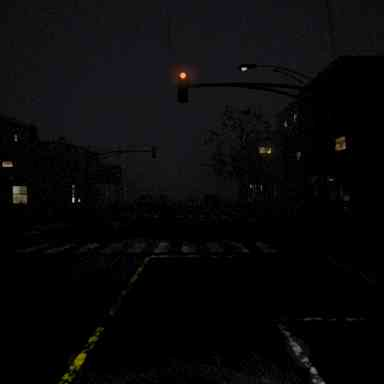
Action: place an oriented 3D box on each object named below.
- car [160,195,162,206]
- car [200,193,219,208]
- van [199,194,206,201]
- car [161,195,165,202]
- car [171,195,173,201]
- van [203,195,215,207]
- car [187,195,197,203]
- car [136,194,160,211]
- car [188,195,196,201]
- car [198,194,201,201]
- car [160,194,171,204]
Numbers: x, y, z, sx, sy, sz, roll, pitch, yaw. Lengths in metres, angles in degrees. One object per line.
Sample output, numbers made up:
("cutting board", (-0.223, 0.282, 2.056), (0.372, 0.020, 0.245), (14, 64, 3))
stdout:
("car", (-5.700, 1.531, 46.984), (1.887, 1.381, 4.507), (-1, 0, 0))
("car", (2.679, 1.301, 46.985), (2.192, 1.841, 5.009), (-1, 0, 0))
("van", (2.674, 1.314, 85.793), (1.690, 1.788, 3.998), (-1, 0, 0))
("car", (-5.700, 1.567, 52.528), (1.802, 1.307, 4.206), (-1, 0, 0))
("car", (-5.704, 1.294, 69.160), (2.192, 1.841, 5.009), (-1, 0, 0))
("van", (2.679, 1.326, 52.529), (1.690, 1.788, 3.998), (-1, 0, 0))
("car", (-0.010, 1.457, 67.394), (1.882, 1.535, 5.008), (0, 0, 0))
("car", (-5.700, 1.303, 41.440), (2.192, 1.841, 5.009), (-1, 0, 0))
("car", (-0.011, 1.425, 77.845), (1.994, 1.385, 4.181), (0, 0, 0))
("car", (2.679, 1.532, 63.617), (2.008, 1.369, 4.403), (-1, 0, 0))
("car", (-5.704, 1.296, 63.616), (2.192, 1.841, 5.009), (-1, 0, 0))
